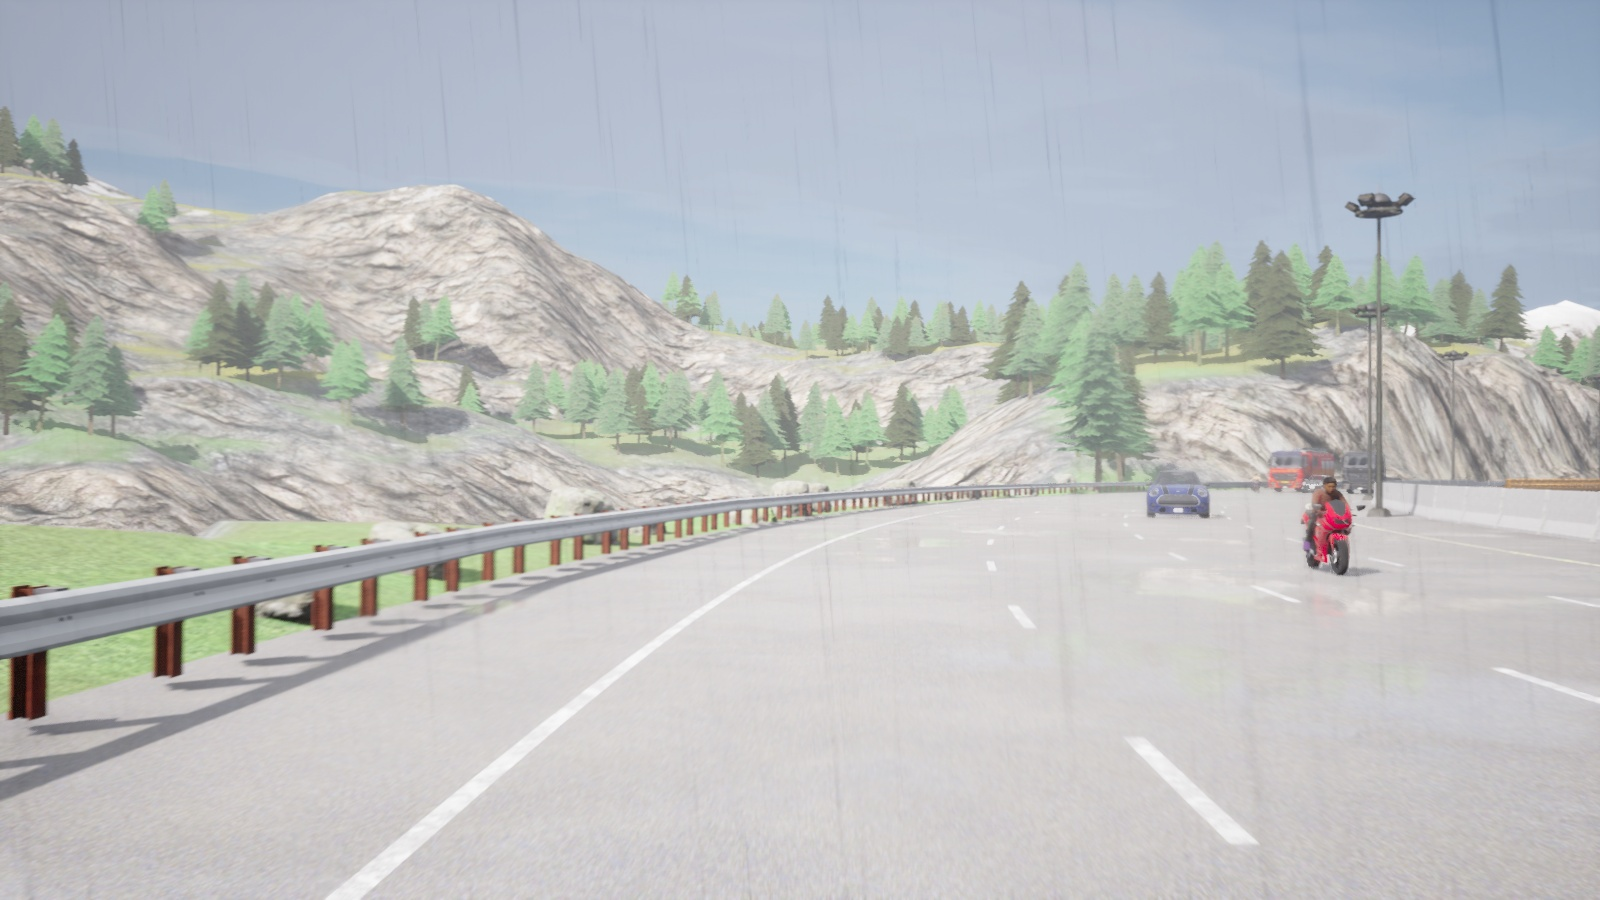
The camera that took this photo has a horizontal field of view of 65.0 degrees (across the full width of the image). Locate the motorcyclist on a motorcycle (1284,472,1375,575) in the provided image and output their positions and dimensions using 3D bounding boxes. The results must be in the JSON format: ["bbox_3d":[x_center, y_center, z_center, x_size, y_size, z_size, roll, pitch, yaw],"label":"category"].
[{"bbox_3d":[8.322,1.112,19.817,0.797,1.523,2.044,1,-1,7],"label":"motorcyclist on a motorcycle"}]

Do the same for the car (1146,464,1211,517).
[{"bbox_3d":[13.455,1.394,44.711,2.097,1.767,4.553,0,-1,16],"label":"car"}]
